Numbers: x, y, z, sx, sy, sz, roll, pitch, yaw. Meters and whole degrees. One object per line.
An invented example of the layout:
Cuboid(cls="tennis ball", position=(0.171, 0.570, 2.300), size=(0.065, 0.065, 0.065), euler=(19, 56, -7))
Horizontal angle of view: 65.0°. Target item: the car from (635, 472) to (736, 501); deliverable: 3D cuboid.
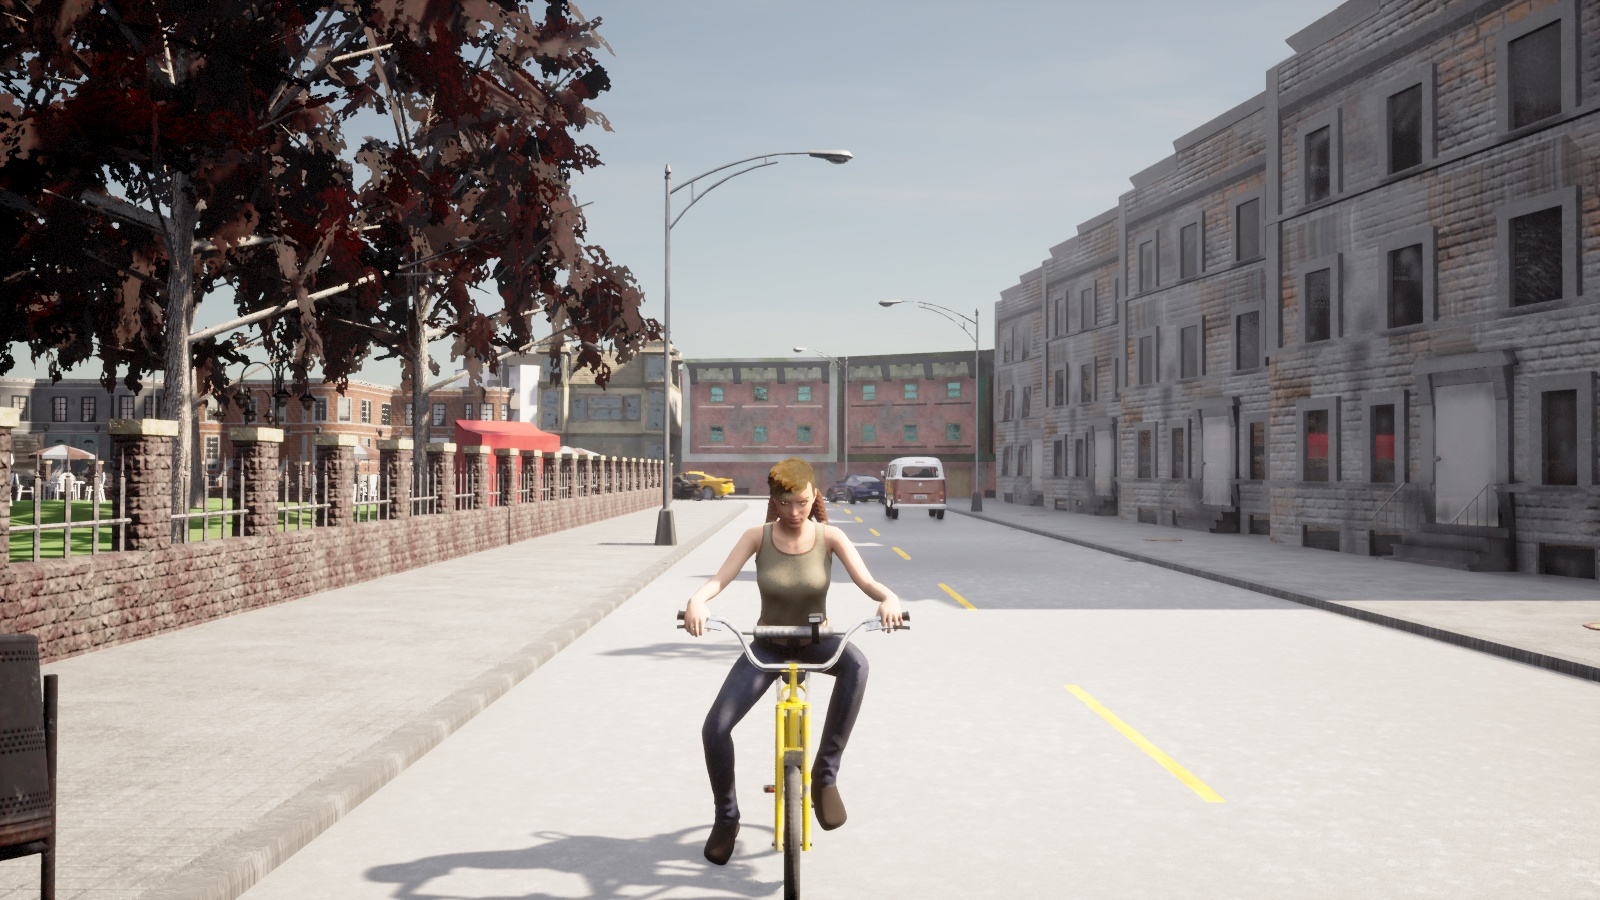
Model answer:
Cuboid(cls="car", position=(-6.047, 1.935, 66.713), size=(5.008, 1.535, 1.882), euler=(0, -1, 13))

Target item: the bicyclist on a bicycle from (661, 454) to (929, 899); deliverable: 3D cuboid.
Cuboid(cls="bicyclist on a bicycle", position=(-0.019, 0.832, 4.833), size=(0.866, 1.612, 1.509), euler=(0, -1, 0))

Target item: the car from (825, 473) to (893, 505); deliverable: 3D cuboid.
Cuboid(cls="car", position=(2.790, 1.845, 60.538), size=(1.812, 1.442, 4.674), euler=(0, -1, -18))

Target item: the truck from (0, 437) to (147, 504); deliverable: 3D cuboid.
Cuboid(cls="truck", position=(-39.499, 1.111, 66.894), size=(7.936, 3.462, 2.891), euler=(0, -1, 1))

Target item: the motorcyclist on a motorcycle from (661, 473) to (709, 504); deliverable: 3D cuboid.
Cuboid(cls="motorcyclist on a motorcycle", position=(-5.726, 1.922, 62.576), size=(2.191, 1.530, 0.866), euler=(0, 0, 9))

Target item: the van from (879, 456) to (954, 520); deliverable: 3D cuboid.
Cuboid(cls="van", position=(3.851, 1.232, 42.286), size=(2.069, 2.038, 4.480), euler=(0, -1, 0))
